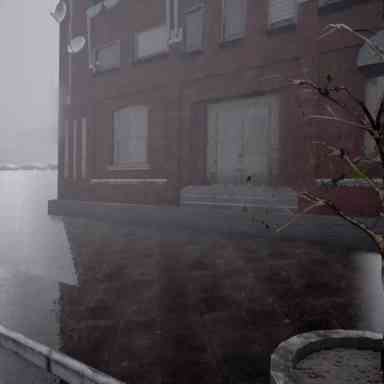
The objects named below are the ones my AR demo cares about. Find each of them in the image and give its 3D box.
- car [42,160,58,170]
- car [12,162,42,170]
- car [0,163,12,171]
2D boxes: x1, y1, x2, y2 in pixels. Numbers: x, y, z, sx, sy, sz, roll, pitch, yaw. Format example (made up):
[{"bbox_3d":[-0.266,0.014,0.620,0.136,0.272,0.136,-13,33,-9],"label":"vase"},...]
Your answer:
[{"bbox_3d":[-16.727,-3.372,43.422,4.553,1.767,2.185,1,1,26],"label":"car"},{"bbox_3d":[-21.809,-3.369,45.863,4.892,1.521,2.231,1,1,27],"label":"car"},{"bbox_3d":[-26.642,-3.431,48.318,4.674,1.452,2.002,1,1,28],"label":"car"}]
